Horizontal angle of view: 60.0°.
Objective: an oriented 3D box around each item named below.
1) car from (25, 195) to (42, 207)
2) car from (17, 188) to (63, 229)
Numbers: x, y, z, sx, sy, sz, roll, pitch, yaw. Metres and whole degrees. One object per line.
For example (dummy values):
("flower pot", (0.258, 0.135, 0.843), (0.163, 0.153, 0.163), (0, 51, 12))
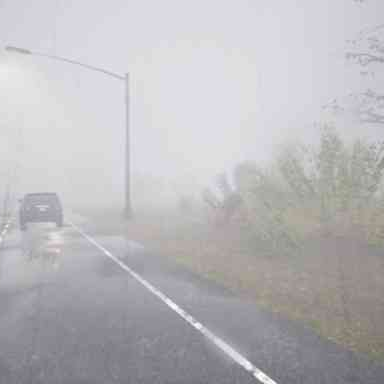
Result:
("car", (-20.347, 1.066, 42.677), (1.895, 1.301, 4.718), (-1, 1, -26))
("car", (-9.002, 0.980, 19.807), (2.150, 2.045, 5.566), (-1, 1, -26))
